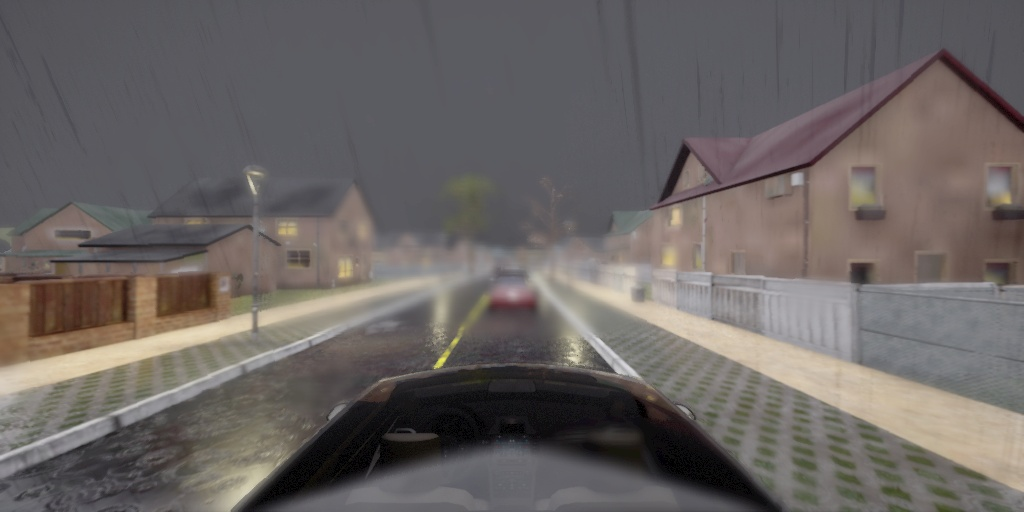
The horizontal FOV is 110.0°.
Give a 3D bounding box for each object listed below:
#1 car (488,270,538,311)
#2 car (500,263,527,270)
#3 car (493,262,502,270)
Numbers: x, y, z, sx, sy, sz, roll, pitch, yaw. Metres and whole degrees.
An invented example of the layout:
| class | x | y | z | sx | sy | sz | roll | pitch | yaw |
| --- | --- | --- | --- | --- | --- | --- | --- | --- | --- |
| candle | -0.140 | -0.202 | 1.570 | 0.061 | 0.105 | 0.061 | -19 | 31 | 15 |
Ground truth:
| class | x | y | z | sx | sy | sz | roll | pitch | yaw |
| --- | --- | --- | --- | --- | --- | --- | --- | --- | --- |
| car | 0.070 | 1.457 | 15.361 | 1.994 | 1.385 | 4.181 | 0 | -1 | 1 |
| car | 0.285 | 1.559 | 31.061 | 1.882 | 1.535 | 5.008 | 0 | 0 | 2 |
| car | -1.836 | 1.807 | 56.514 | 2.097 | 1.767 | 4.553 | 0 | -1 | 2 |
